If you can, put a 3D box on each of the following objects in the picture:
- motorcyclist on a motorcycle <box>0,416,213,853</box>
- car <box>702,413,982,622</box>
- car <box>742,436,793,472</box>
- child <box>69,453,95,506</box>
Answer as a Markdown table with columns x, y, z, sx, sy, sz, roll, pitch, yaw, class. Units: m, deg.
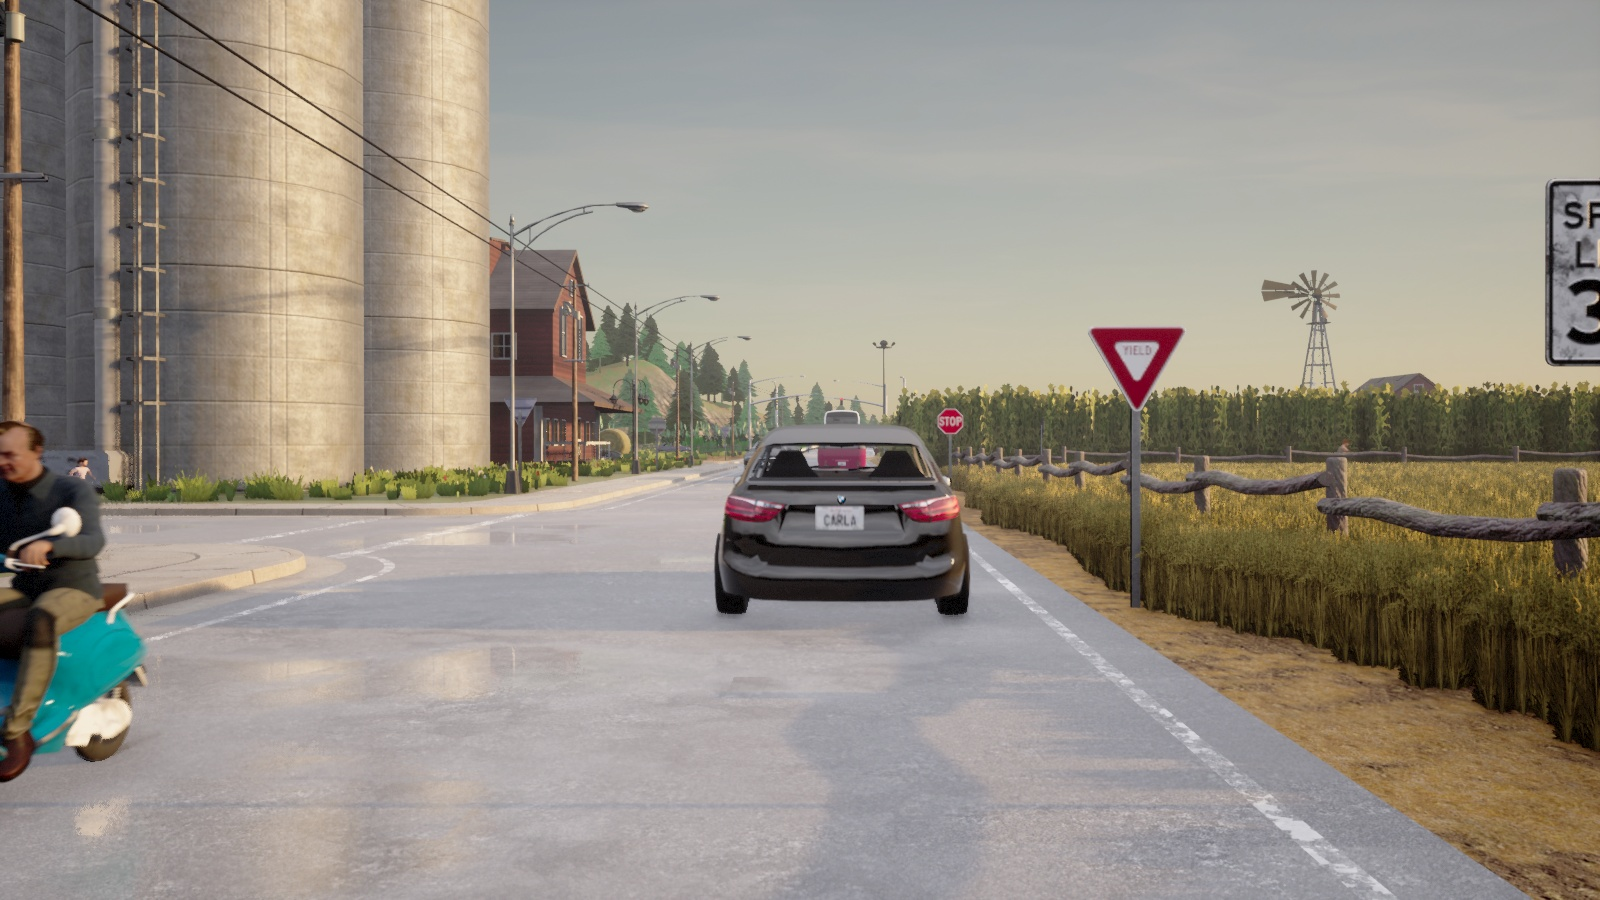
| x | y | z | sx | sy | sz | roll | pitch | yaw | class |
| --- | --- | --- | --- | --- | --- | --- | --- | --- | --- |
| -3.322 | 0.668 | 5.222 | 0.866 | 1.590 | 1.817 | 0 | 0 | 2 | motorcyclist on a motorcycle |
| 0.410 | 0.522 | 12.358 | 2.242 | 1.667 | 4.611 | 0 | 0 | 2 | car |
| -1.501 | 0.186 | 59.870 | 2.152 | 1.651 | 5.027 | 0 | 0 | 2 | car |
| -15.141 | 0.620 | 26.478 | 0.394 | 1.110 | 0.255 | 0 | 0 | 5 | child |
